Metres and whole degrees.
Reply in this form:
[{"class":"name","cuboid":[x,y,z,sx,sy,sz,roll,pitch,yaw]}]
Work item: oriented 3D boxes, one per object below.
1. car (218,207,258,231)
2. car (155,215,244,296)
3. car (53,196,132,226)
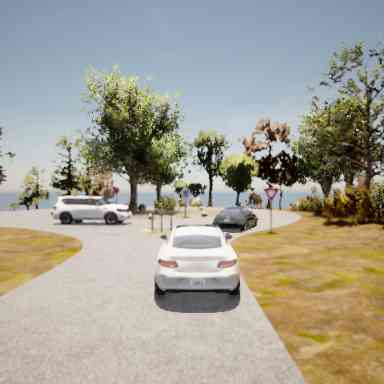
[{"class":"car","cuboid":[2.893,1.651,21.401,1.994,1.385,4.181,0,0,24]},{"class":"car","cuboid":[0.115,1.561,8.626,1.812,1.442,4.674,0,0,0]},{"class":"car","cuboid":[-7.271,1.320,24.320,5.566,2.045,2.150,0,0,6]}]
